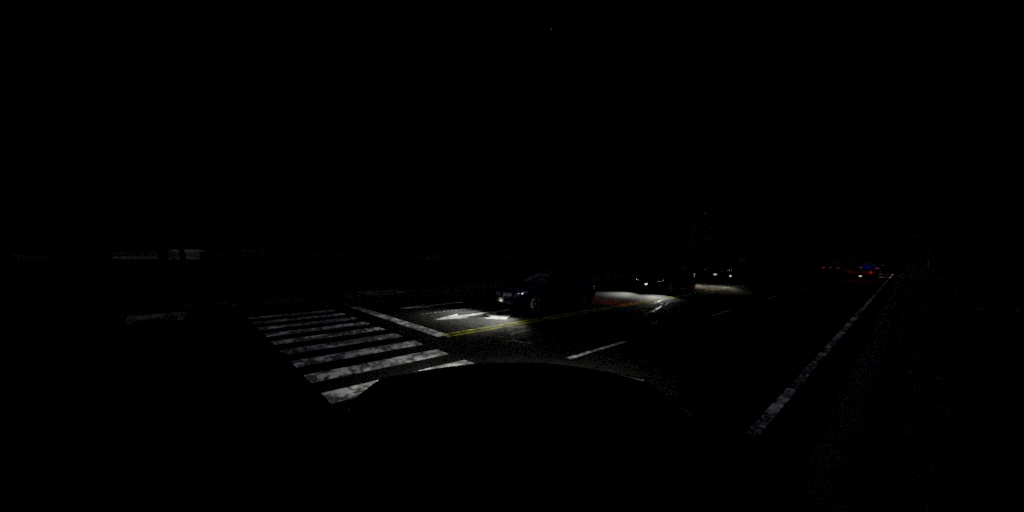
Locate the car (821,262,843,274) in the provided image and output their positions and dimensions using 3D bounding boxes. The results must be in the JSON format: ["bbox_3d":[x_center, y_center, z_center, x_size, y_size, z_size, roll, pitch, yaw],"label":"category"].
[{"bbox_3d":[38.063,1.385,42.470,5.357,1.411,2.033,0,0,-42],"label":"car"}]

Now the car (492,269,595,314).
[{"bbox_3d":[1.378,1.249,13.918,4.674,1.442,1.812,0,0,-41],"label":"car"}]

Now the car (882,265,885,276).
[{"bbox_3d":[38.746,1.378,38.775,4.674,1.442,1.812,0,0,-42],"label":"car"}]

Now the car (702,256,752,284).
[{"bbox_3d":[16.755,0.984,27.825,5.566,2.045,2.150,0,0,-42],"label":"car"}]

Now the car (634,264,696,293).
[{"bbox_3d":[8.955,1.248,20.780,4.892,1.490,1.837,0,0,-42],"label":"car"}]

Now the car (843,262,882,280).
[{"bbox_3d":[31.438,1.433,32.122,4.718,1.301,1.895,0,0,-42],"label":"car"}]
